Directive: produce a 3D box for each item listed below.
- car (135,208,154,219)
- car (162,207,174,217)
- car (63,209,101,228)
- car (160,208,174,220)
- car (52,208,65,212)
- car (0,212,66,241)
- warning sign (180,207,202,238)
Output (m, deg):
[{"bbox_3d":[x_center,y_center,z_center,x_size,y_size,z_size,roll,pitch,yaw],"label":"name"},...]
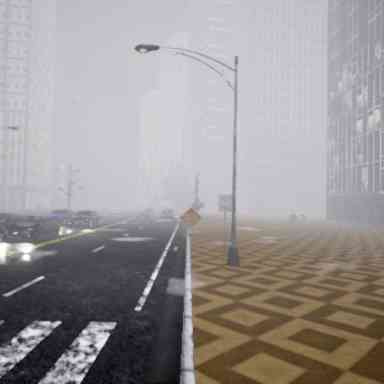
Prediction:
[{"bbox_3d":[-6.745,3.146,46.679,1.895,1.301,4.718,1,-2,-3],"label":"car"},{"bbox_3d":[-4.151,3.425,56.736,1.882,1.535,5.008,1,-2,-4],"label":"car"},{"bbox_3d":[-9.678,2.407,30.280,1.837,1.490,4.892,1,-2,-1],"label":"car"},{"bbox_3d":[-3.476,3.149,46.393,2.033,1.411,5.357,1,-2,-4],"label":"car"},{"bbox_3d":[-12.971,2.409,32.979,1.882,1.535,5.008,1,-2,-1],"label":"car"},{"bbox_3d":[-9.528,2.098,19.911,1.994,1.385,4.181,1,-2,0],"label":"car"},{"bbox_3d":[-0.077,1.874,20.776,1.300,1.860,1.060,2,-2,-1],"label":"warning sign"}]
